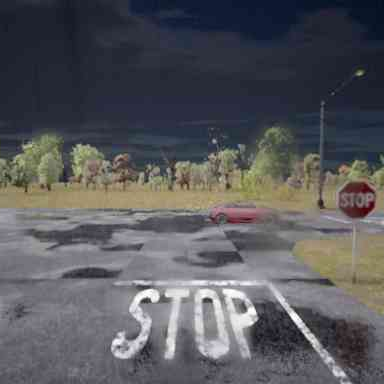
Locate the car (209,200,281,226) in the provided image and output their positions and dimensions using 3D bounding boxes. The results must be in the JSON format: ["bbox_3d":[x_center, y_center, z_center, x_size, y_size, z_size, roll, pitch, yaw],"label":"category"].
[{"bbox_3d":[3.077,1.191,19.585,4.181,1.385,1.994,1,2,0],"label":"car"}]
